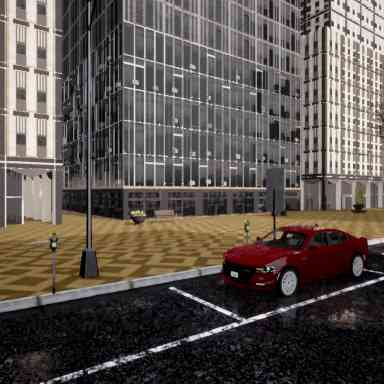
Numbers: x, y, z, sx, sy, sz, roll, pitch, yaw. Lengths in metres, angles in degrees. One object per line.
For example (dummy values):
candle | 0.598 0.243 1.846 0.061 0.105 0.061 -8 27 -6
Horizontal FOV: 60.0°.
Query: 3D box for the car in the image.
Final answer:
car | 2.751 1.545 8.528 4.507 1.381 1.887 0 0 -36
